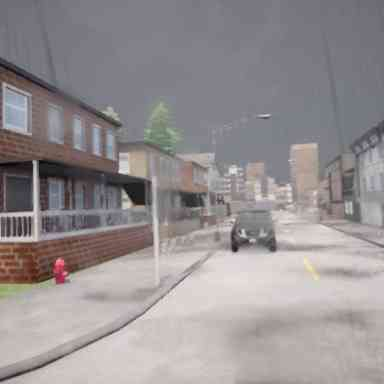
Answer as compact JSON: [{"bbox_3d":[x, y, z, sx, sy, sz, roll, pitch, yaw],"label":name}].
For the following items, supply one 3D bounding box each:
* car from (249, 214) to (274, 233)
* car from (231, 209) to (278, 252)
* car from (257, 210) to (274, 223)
[{"bbox_3d":[6.466,2.832,30.678,2.033,1.411,5.357,-3,-3,13],"label":"car"},{"bbox_3d":[3.451,2.000,18.099,2.150,2.045,5.566,-3,-3,13],"label":"car"},{"bbox_3d":[10.354,3.418,46.611,2.128,1.511,4.902,-3,-3,13],"label":"car"}]
